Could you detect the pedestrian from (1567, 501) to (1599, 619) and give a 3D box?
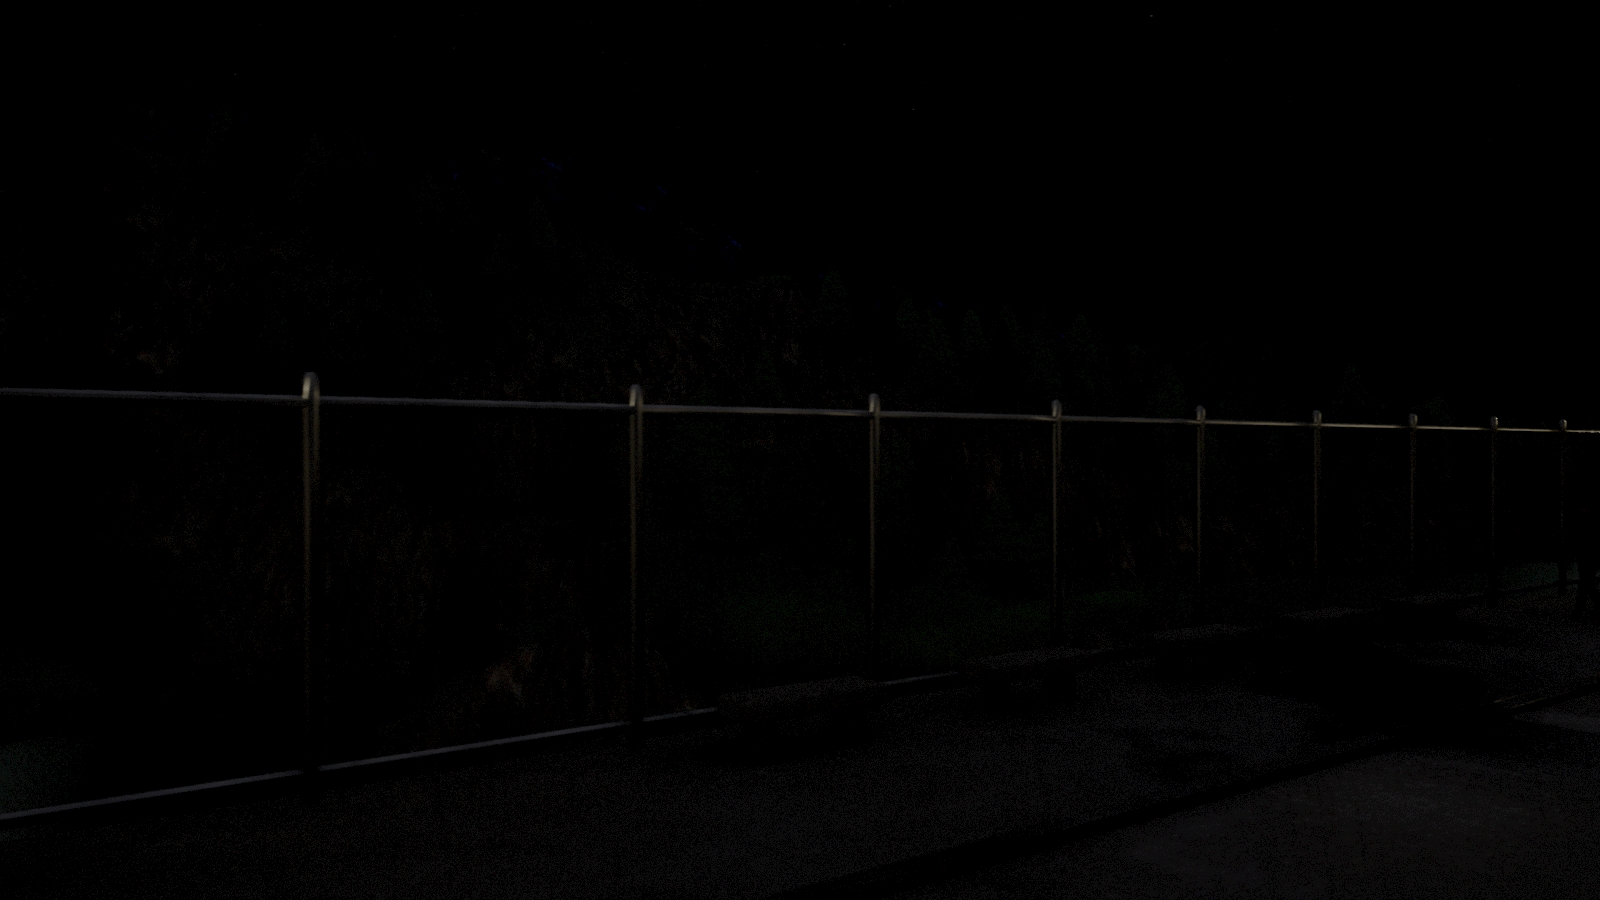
[{"bbox_3d":[12.681,1.760,18.433,0.375,1.860,0.375,0,0,-23],"label":"pedestrian"}]
